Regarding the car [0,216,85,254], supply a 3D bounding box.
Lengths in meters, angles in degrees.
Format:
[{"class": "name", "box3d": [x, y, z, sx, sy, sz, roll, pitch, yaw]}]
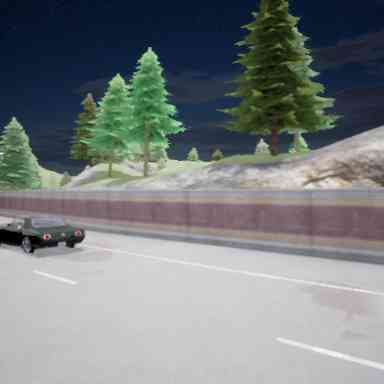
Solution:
[{"class": "car", "box3d": [-6.432, 1.611, 13.582, 4.718, 1.301, 1.895, 0, 0, 40]}]
